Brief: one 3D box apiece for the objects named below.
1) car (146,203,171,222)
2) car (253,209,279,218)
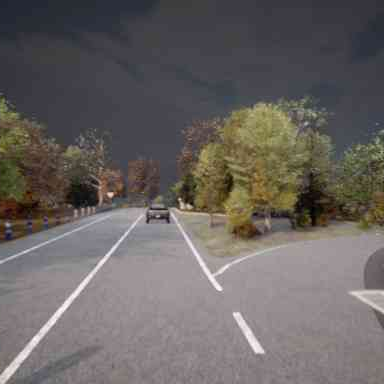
[{"bbox_3d":[-2.808,1.664,27.647,2.128,1.511,4.902,0,0,-5],"label":"car"},{"bbox_3d":[5.759,1.790,32.778,5.357,1.411,2.033,0,-5,39],"label":"car"}]
